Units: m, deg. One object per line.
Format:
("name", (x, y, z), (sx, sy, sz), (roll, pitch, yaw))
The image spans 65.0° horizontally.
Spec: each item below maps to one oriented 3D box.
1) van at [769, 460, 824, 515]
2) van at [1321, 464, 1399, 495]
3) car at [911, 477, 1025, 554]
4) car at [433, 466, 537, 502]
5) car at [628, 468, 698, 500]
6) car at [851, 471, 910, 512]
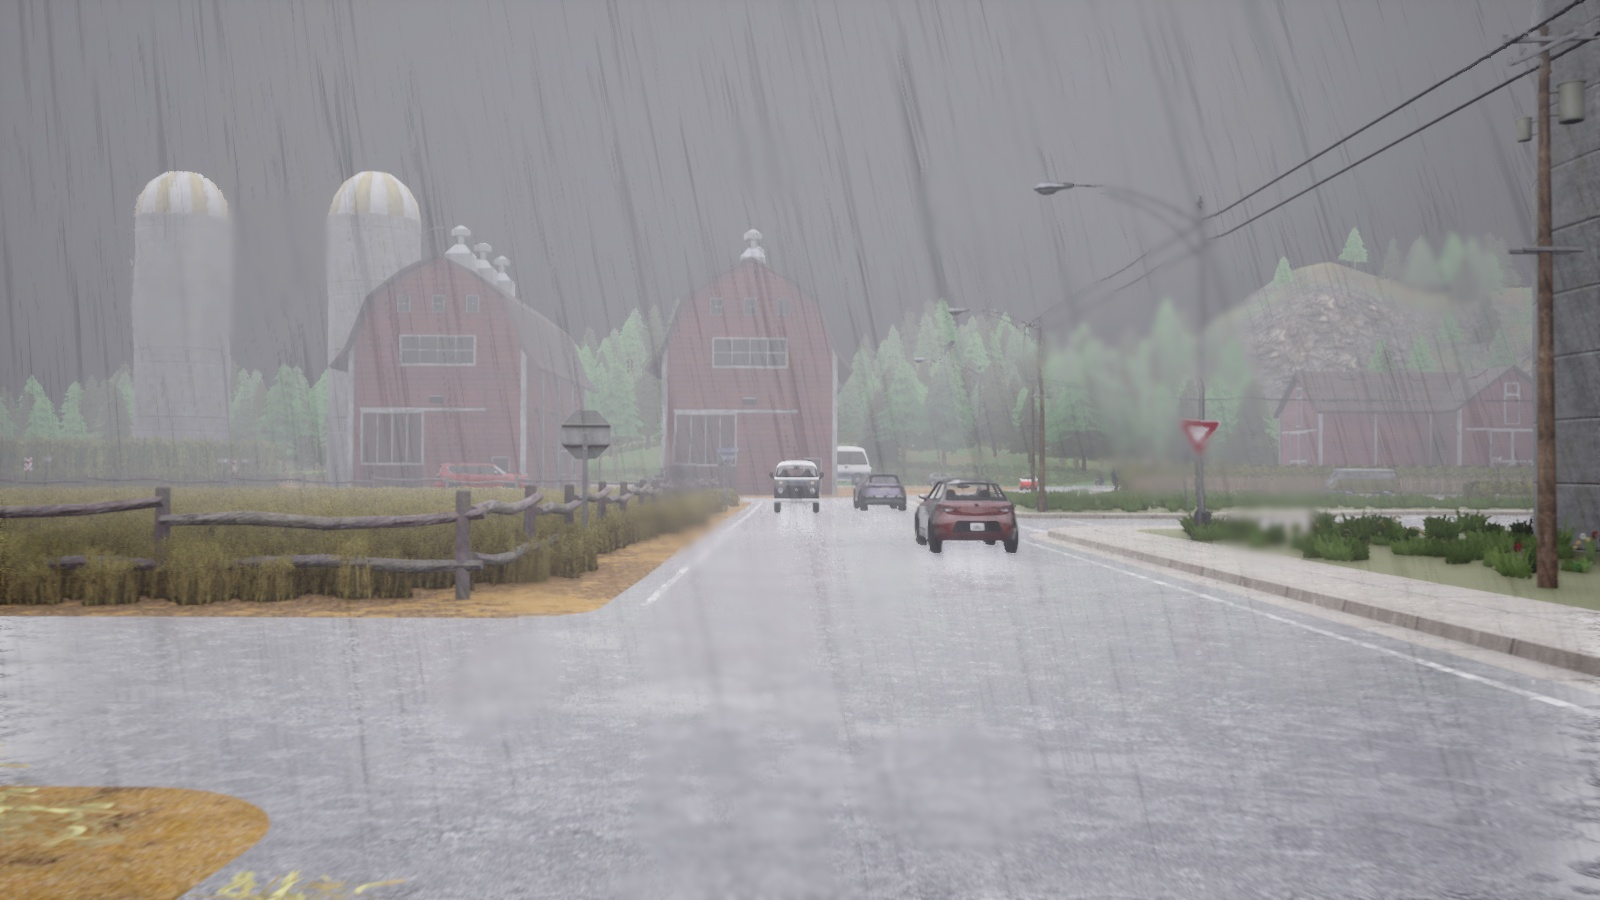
("van", (-0.125, 1.462, 49.761), (2.069, 2.038, 4.480), (0, -1, 0))
("van", (37.730, 1.984, 84.612), (4.442, 1.987, 1.775), (0, -1, 0))
("car", (3.431, 1.305, 26.383), (1.816, 1.474, 4.193), (0, -1, 0))
("car", (-18.205, 1.957, 72.861), (5.566, 2.045, 2.150), (0, -1, -3))
("car", (-8.341, 2.064, 76.640), (3.866, 1.878, 1.905), (0, -1, 9))
("car", (3.382, 1.727, 53.697), (2.033, 1.649, 4.856), (0, -1, -2))
